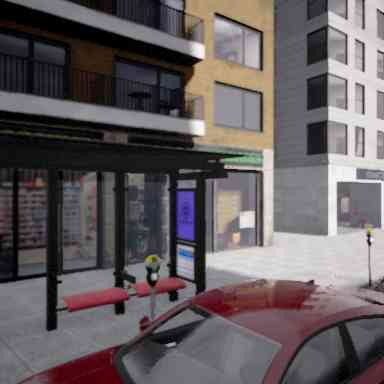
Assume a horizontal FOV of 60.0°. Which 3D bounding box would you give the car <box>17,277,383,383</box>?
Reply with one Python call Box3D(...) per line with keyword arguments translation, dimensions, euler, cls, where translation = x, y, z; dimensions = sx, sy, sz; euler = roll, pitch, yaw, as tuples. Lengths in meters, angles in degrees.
Box3D(translation=(0.545, 1.542, 2.795), dimensions=(4.507, 1.381, 1.887), euler=(0, 0, -35), cls="car")
